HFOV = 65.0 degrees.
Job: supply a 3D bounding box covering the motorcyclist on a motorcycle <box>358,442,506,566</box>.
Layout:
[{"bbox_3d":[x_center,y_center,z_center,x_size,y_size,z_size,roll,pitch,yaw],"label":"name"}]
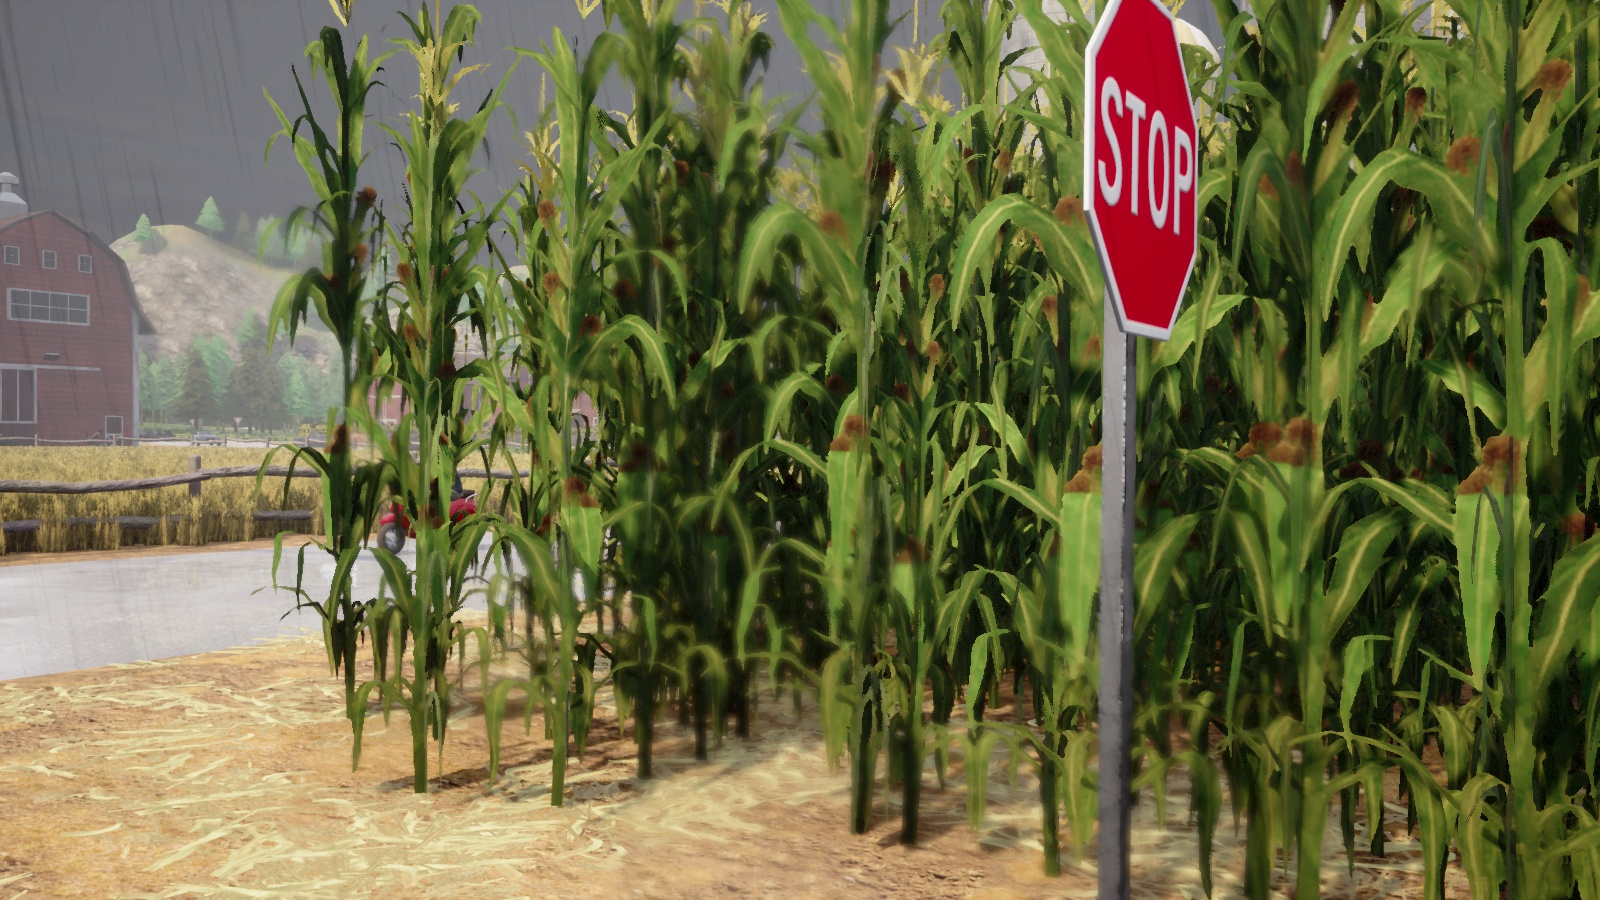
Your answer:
[{"bbox_3d":[-5.014,0.695,17.219,0.866,1.590,1.817,0,1,33],"label":"motorcyclist on a motorcycle"}]
